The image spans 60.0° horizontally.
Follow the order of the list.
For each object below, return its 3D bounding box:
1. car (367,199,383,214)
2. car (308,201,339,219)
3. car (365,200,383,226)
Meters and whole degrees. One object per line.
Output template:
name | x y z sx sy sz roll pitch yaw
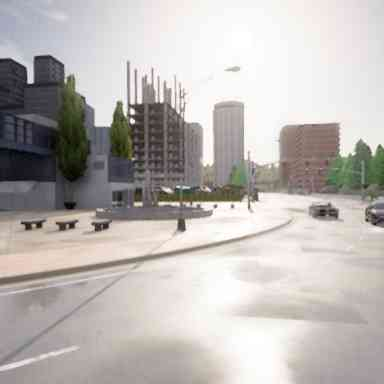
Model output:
car | 19.092 1.395 32.690 1.895 1.301 4.718 0 0 10
car | 10.723 1.460 27.224 1.895 1.301 4.718 0 0 14
car | 12.575 1.369 21.700 1.837 1.490 4.892 0 0 20
